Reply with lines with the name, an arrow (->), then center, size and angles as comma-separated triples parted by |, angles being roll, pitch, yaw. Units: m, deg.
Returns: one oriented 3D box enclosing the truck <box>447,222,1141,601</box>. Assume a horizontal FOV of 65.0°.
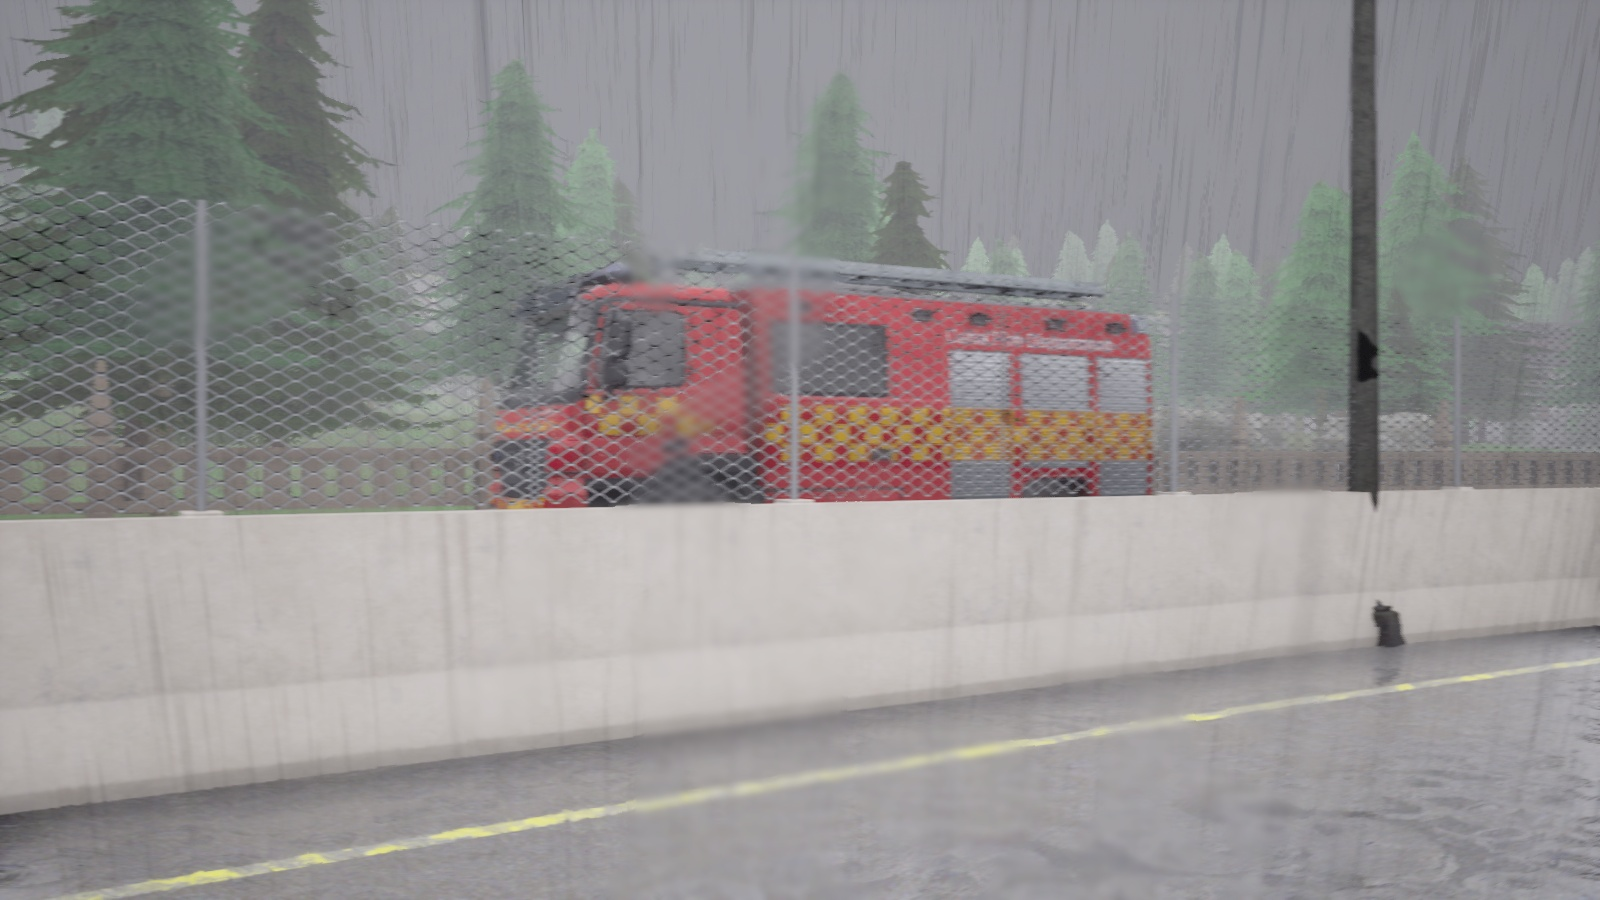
truck -> 0.128, -0.388, 15.986 | 8.468, 3.827, 2.891 | 0, 0, -29
